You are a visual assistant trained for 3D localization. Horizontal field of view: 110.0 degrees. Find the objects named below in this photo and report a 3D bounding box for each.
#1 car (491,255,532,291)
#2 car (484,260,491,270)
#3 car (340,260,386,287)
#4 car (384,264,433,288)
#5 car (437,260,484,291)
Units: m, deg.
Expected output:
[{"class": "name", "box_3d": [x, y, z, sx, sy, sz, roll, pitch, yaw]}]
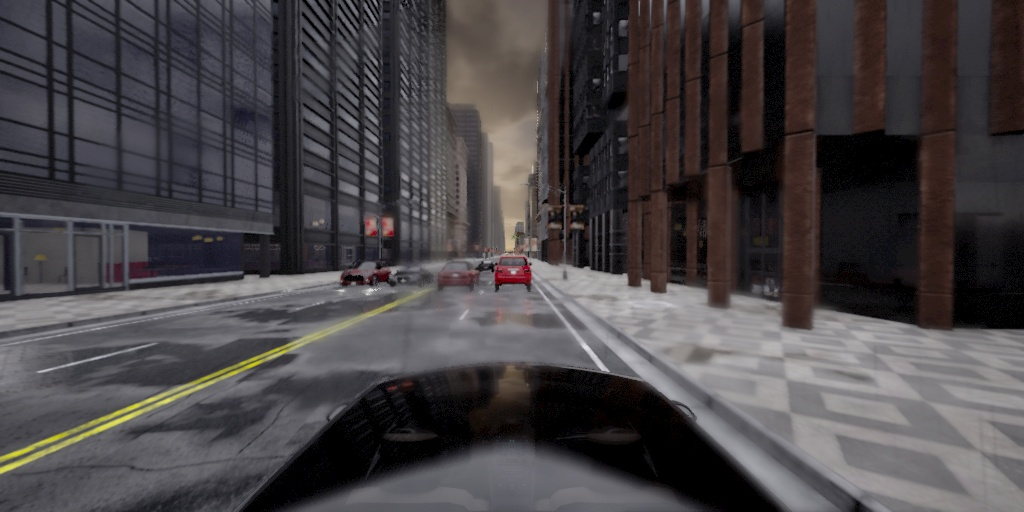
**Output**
[{"class": "car", "box_3d": [0.083, 0.981, 22.267, 2.150, 2.045, 5.566, 0, 0, 0]}, {"class": "car", "box_3d": [-3.168, 1.237, 46.341, 1.882, 1.535, 5.008, 0, 0, 0]}, {"class": "car", "box_3d": [-9.815, 1.107, 24.472, 2.097, 1.767, 4.553, 0, 0, 0]}, {"class": "car", "box_3d": [-6.570, 1.321, 23.719, 1.994, 1.385, 4.181, 0, 0, 0]}, {"class": "car", "box_3d": [-3.164, 1.107, 22.150, 2.097, 1.767, 4.553, 0, 0, 0]}]
